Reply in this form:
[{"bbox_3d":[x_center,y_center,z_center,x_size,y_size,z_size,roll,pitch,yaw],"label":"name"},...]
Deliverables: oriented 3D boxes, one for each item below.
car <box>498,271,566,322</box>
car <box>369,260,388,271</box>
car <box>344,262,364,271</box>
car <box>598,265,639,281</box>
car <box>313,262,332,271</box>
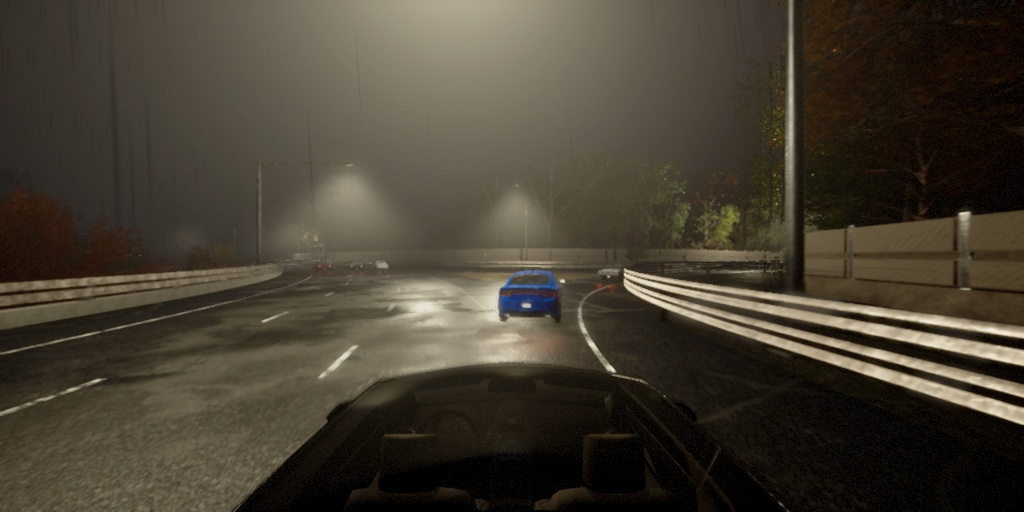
[{"bbox_3d":[0.807,1.242,12.489,1.882,1.535,5.008,0,0,9],"label":"car"},{"bbox_3d":[-19.081,1.342,51.396,1.812,1.442,4.674,0,0,-34],"label":"car"},{"bbox_3d":[-21.741,1.415,49.178,1.895,1.301,4.718,0,0,-33],"label":"car"},{"bbox_3d":[9.297,1.390,30.893,1.895,1.301,4.718,0,0,40],"label":"car"},{"bbox_3d":[-26.165,1.415,49.493,1.895,1.301,4.718,0,0,-35],"label":"car"}]
